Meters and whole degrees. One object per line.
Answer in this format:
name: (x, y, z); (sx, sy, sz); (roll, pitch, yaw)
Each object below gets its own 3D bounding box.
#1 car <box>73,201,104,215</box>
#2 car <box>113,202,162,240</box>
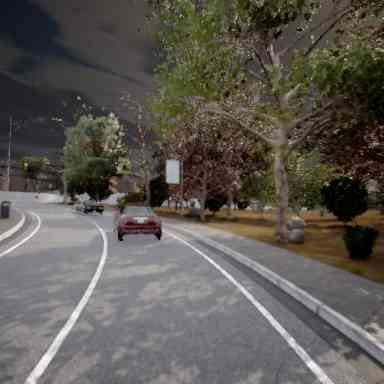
car: (-10.504, 1.549, 33.738); (1.895, 1.301, 4.718); (3, -1, -33)
car: (-2.953, 1.376, 17.425); (2.097, 1.767, 4.553); (1, 0, -16)
